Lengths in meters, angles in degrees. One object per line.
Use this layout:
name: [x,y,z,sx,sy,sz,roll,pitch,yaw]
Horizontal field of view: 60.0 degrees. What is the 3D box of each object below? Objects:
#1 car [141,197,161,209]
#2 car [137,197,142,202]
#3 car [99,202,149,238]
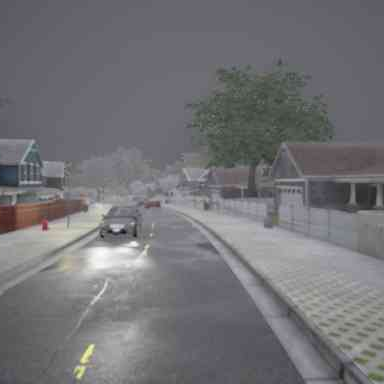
car: [-5.649,1.572,47.420,1.882,1.535,5.008,0,0,-14]
car: [-8.256,1.669,57.191,1.837,1.490,4.892,-1,0,-17]
car: [-3.654,1.504,17.756,2.128,1.511,4.902,0,0,-4]
